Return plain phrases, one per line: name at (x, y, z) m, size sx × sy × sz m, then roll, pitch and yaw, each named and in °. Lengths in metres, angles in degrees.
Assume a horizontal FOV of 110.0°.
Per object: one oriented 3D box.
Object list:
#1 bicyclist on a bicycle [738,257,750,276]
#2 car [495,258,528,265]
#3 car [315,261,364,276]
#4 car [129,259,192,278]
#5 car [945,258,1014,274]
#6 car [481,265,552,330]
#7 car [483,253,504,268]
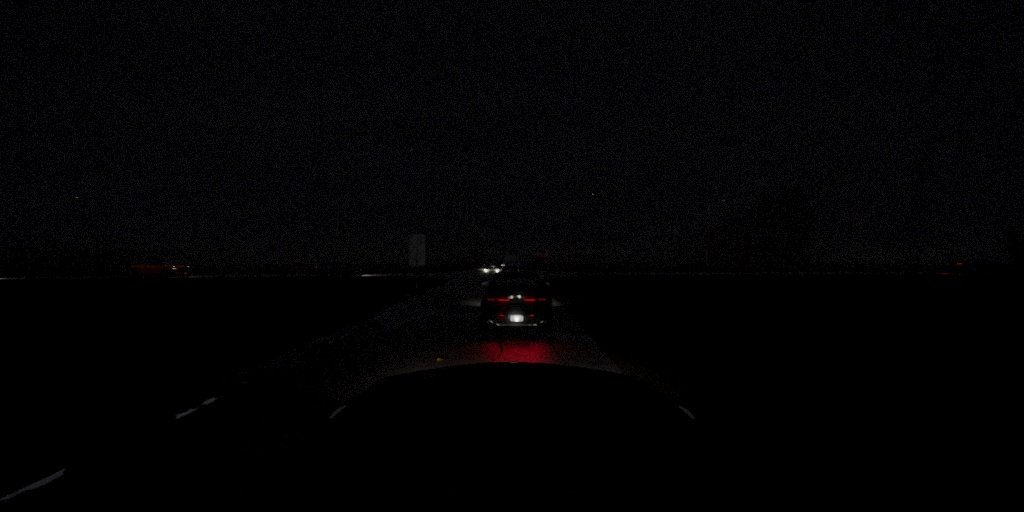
bicyclist on a bicycle at (20.029, 0.892, 31.001) m, size 0.582 × 1.620 × 1.656 m, roll 0°, pitch 0°, yaw 0°
car at (0.345, 1.088, 24.282) m, size 2.128 × 1.511 × 4.902 m, roll 0°, pitch 0°, yaw 4°
car at (-16.285, 1.166, 33.937) m, size 4.181 × 1.385 × 1.994 m, roll 0°, pitch -1°, yaw 0°
car at (-33.117, 1.096, 33.907) m, size 4.553 × 1.767 × 2.097 m, roll -1°, pitch -1°, yaw 0°
car at (44.462, 0.933, 34.145) m, size 4.902 × 1.511 × 2.128 m, roll 0°, pitch -1°, yaw 1°
car at (0.120, 1.193, 10.831) m, size 1.837 × 1.490 × 4.892 m, roll 0°, pitch 1°, yaw 0°
car at (-2.728, 0.656, 49.955) m, size 2.150 × 2.045 × 5.566 m, roll 0°, pitch 0°, yaw 1°
